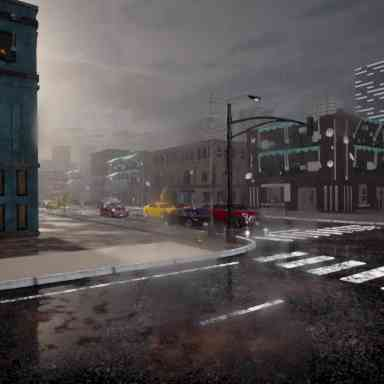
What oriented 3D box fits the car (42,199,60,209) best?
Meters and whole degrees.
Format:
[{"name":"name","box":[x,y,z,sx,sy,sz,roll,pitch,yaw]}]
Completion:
[{"name":"car","box":[-24.153,2.233,57.649,1.752,1.417,4.829,-1,0,-35]}]

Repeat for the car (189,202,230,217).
[{"name":"car","box":[1.782,1.810,35.532,2.008,1.369,4.403,-2,0,-35]}]

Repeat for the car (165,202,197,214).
[{"name":"car","box":[-1.417,1.904,40.049,1.802,1.307,4.206,-2,0,-35]}]

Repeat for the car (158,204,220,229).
[{"name":"car","box":[-0.333,1.814,23.809,1.947,1.339,4.313,-1,0,-35]}]

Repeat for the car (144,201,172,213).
[{"name":"car","box":[-4.615,1.966,44.565,1.802,1.307,4.206,-2,0,-35]}]

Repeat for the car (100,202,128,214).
[{"name":"car","box":[-9.894,1.979,42.038,1.812,1.442,4.674,-1,0,-35]}]

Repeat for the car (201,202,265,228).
[{"name":"car","box":[3.010,1.551,23.850,2.097,1.767,4.553,-1,0,-36]}]

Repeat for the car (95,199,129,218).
[{"name":"car","box":[-8.258,1.846,35.203,1.967,1.590,4.097,-1,0,-35]}]

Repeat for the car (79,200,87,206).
[{"name":"car","box":[-20.613,2.228,67.150,1.887,1.381,4.507,-1,0,-35]}]

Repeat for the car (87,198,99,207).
[{"name":"car","box":[-17.419,1.940,62.633,2.192,1.841,5.009,-1,0,-35]}]

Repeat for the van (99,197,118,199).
[{"name":"van","box":[-14.219,1.907,58.116,1.690,1.788,3.998,-1,0,-35]}]

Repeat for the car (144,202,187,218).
[{"name":"car","box":[-2.912,1.794,32.157,1.882,1.535,5.008,-1,0,-35]}]

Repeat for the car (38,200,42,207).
[{"name":"car","box":[-30.650,2.376,66.822,2.008,1.369,4.403,-1,0,-35]}]

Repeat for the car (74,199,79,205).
[{"name":"car","box":[-27.011,2.364,76.184,1.947,1.339,4.313,-1,0,-35]}]
